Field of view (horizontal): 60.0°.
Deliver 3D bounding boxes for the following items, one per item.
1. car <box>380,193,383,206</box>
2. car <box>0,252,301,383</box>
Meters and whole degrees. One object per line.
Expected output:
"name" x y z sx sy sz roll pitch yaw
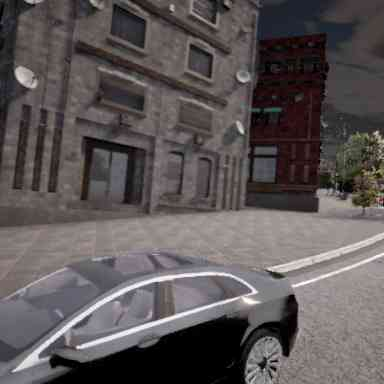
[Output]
"car" 24.421 0.887 41.498 2.097 1.767 4.553 4 2 11
"car" -0.859 1.494 3.543 4.902 1.511 2.128 0 0 -37
